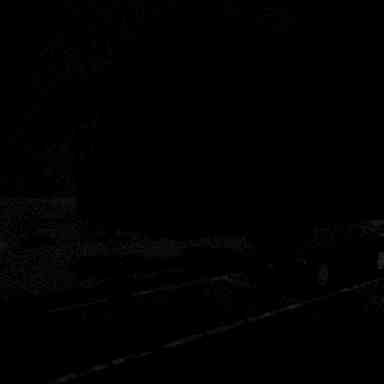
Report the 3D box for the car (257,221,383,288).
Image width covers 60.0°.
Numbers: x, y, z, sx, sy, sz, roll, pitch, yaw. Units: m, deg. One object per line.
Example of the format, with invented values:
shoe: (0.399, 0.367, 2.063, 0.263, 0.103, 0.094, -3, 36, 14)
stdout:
car: (3.729, 1.533, 9.190, 4.507, 1.381, 1.887, 0, 0, -35)
